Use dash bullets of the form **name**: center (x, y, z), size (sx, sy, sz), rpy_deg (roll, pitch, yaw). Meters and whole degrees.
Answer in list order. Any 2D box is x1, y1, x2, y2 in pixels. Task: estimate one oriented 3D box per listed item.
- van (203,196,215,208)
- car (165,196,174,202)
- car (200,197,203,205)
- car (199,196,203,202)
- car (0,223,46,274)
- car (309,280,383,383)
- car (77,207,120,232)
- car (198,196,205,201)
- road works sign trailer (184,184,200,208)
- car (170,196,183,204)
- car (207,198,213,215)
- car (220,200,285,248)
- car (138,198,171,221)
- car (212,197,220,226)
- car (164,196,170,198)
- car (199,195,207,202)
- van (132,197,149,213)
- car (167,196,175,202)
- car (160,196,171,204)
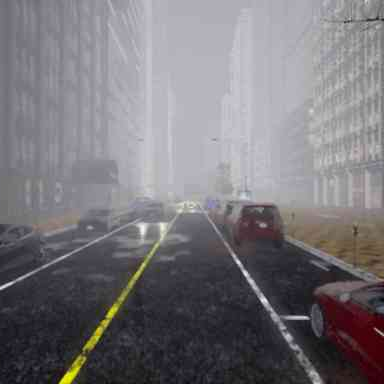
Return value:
- **van**: center (2.703, 1.469, 43.465), size (1.690, 1.788, 3.998), rpy_deg (0, 0, 0)
- **car**: center (-5.675, 1.802, 83.310), size (2.008, 1.369, 4.403), rpy_deg (0, 0, 0)
- **car**: center (2.702, 1.696, 49.153), size (2.008, 1.369, 4.403), rpy_deg (0, 0, 0)
- **car**: center (2.703, 1.731, 60.531), size (2.008, 1.369, 4.403), rpy_deg (0, 0, 0)
- **car**: center (-5.684, 1.594, 9.350), size (1.947, 1.339, 4.313), rpy_deg (0, 0, 0)
- **car**: center (2.696, 1.593, 3.642), size (1.802, 1.307, 4.206), rpy_deg (0, 0, 0)
- **car**: center (-5.682, 1.627, 20.729), size (1.947, 1.339, 4.313), rpy_deg (0, 0, 0)
- **car**: center (2.707, 1.870, 94.665), size (1.802, 1.307, 4.206), rpy_deg (0, 0, 0)
- **road works sign trailer**: center (0.030, 0.612, 50.120), size (2.380, 3.560, 2.880), rpy_deg (0, 0, 0)
- **car**: center (-2.999, 1.543, 67.795), size (2.097, 1.767, 4.553), rpy_deg (0, 0, 0)
- **car**: center (2.700, 1.620, 32.256), size (1.752, 1.417, 4.829), rpy_deg (0, 0, 0)
- **car**: center (2.700, 1.359, 15.020), size (2.192, 1.841, 5.009), rpy_deg (0, 0, 0)
- **car**: center (-3.093, 1.561, 28.402), size (1.882, 1.535, 5.008), rpy_deg (0, 0, 0)
- **car**: center (2.701, 1.376, 20.709), size (2.192, 1.841, 5.009), rpy_deg (0, 0, 0)
- **car**: center (-5.677, 1.731, 60.553), size (2.008, 1.369, 4.403), rpy_deg (0, 0, 0)
- **car**: center (2.706, 1.692, 83.286), size (1.967, 1.590, 4.097), rpy_deg (0, 0, 0)
- **van**: center (-5.678, 1.452, 37.797), size (1.690, 1.788, 3.998), rpy_deg (0, 0, 0)
- **car**: center (-5.674, 1.815, 88.998), size (1.887, 1.381, 4.507), rpy_deg (0, 0, 0)
- **car**: center (-5.675, 1.656, 71.932), size (1.967, 1.590, 4.097), rpy_deg (0, 0, 0)
